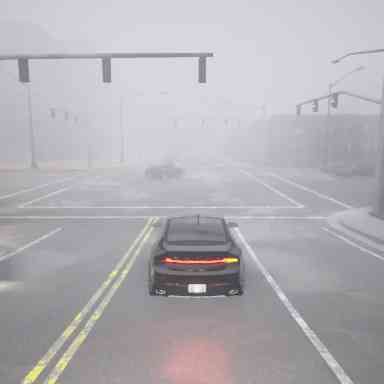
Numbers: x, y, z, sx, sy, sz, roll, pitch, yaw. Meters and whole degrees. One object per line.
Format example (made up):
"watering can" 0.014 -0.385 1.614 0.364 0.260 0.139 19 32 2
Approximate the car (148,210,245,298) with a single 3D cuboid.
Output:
"car" 0.082 1.204 7.984 1.837 1.490 4.892 0 4 0

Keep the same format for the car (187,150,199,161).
"car" 0.175 -6.654 62.107 1.812 1.442 4.674 0 9 0

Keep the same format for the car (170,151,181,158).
"car" -3.494 -6.625 60.779 2.097 1.767 4.553 0 9 0

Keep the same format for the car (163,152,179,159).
"car" -3.535 -4.872 50.648 2.033 1.411 5.357 0 9 0

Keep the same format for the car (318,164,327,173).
"car" 16.319 -2.721 36.247 4.902 1.511 2.128 0 9 0

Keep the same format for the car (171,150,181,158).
"car" -3.414 -8.061 70.957 1.882 1.535 5.008 0 9 0

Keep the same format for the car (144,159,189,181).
"car" -2.547 -1.992 31.613 1.837 1.490 4.892 8 12 32

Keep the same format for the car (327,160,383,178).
"car" 16.683 -2.135 32.797 5.357 1.411 2.033 0 9 2
